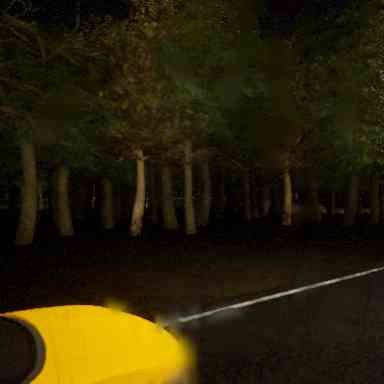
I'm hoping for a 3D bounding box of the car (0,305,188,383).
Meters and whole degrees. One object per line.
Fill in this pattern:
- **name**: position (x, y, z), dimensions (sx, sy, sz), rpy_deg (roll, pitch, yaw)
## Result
- **car**: position (-2.315, 1.472, 2.096), dimensions (5.008, 1.535, 1.882), rpy_deg (1, 0, -35)
